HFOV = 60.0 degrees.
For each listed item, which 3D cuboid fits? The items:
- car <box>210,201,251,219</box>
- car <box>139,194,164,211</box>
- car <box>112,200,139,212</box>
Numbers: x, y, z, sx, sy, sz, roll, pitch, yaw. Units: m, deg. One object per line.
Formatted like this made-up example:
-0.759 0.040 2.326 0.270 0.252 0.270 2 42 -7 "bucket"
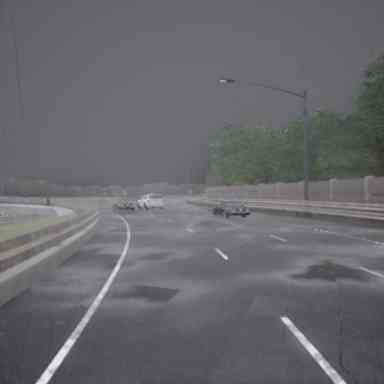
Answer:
3.191 1.488 28.828 2.033 1.411 5.357 -1 0 -16 "car"
-5.301 1.258 42.132 2.150 2.045 5.566 0 0 -24 "car"
-8.445 1.624 40.737 2.033 1.411 5.357 -1 0 -24 "car"
